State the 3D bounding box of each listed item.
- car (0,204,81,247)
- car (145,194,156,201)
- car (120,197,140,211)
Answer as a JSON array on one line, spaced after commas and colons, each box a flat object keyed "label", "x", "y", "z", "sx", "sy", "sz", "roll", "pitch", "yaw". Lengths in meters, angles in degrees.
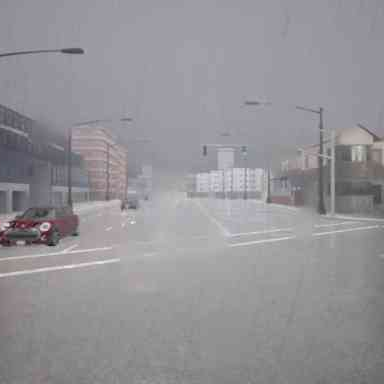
[{"label": "car", "x": -6.749, "y": 1.391, "z": 15.255, "sx": 2.097, "sy": 1.767, "sz": 4.553, "roll": 0, "pitch": 0, "yaw": -2}, {"label": "car", "x": -8.087, "y": 1.052, "z": 64.594, "sx": 2.128, "sy": 1.511, "sz": 4.902, "roll": 0, "pitch": 0, "yaw": -2}, {"label": "car", "x": -7.426, "y": 1.420, "z": 40.234, "sx": 2.128, "sy": 1.511, "sz": 4.902, "roll": 0, "pitch": 1, "yaw": -2}]
